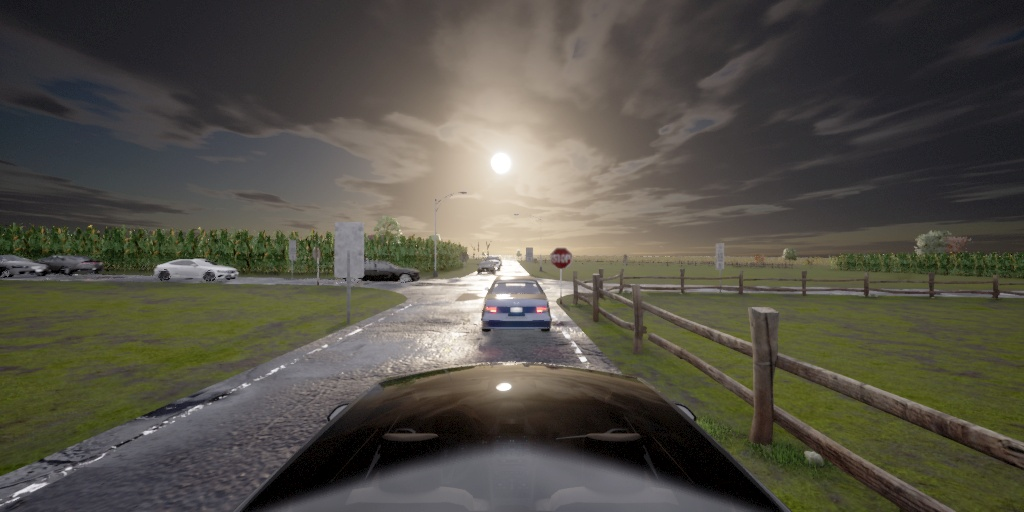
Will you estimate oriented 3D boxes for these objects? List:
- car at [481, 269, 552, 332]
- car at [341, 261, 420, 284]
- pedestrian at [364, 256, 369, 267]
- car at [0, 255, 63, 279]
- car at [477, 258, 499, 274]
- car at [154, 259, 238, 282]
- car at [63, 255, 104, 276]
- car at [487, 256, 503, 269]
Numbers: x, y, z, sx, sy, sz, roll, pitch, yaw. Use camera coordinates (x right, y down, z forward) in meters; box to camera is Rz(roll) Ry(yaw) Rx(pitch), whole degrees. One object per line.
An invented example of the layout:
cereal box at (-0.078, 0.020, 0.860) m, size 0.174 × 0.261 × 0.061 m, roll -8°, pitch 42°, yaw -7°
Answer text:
car at (0.101, 1.299, 10.845) m, size 2.033 × 1.411 × 5.357 m, roll 0°, pitch 0°, yaw 0°
car at (-8.819, 1.093, 24.304) m, size 5.008 × 1.535 × 1.882 m, roll 1°, pitch 0°, yaw -11°
pedestrian at (-12.164, 0.891, 29.567) m, size 0.375 × 1.860 × 0.375 m, roll 0°, pitch -2°, yaw 0°
car at (-33.477, 0.665, 23.539) m, size 4.902 × 1.511 × 2.128 m, roll 1°, pitch -1°, yaw 0°
car at (-2.850, 1.262, 40.889) m, size 1.837 × 1.490 × 4.892 m, roll 0°, pitch 0°, yaw 0°
car at (-20.701, 0.923, 23.569) m, size 4.674 × 1.442 × 1.812 m, roll 1°, pitch -1°, yaw 0°
car at (-33.268, 0.694, 26.481) m, size 4.902 × 1.511 × 2.128 m, roll 1°, pitch -1°, yaw 0°
car at (-2.833, 0.982, 52.182) m, size 2.150 × 2.045 × 5.566 m, roll 0°, pitch 0°, yaw 0°
